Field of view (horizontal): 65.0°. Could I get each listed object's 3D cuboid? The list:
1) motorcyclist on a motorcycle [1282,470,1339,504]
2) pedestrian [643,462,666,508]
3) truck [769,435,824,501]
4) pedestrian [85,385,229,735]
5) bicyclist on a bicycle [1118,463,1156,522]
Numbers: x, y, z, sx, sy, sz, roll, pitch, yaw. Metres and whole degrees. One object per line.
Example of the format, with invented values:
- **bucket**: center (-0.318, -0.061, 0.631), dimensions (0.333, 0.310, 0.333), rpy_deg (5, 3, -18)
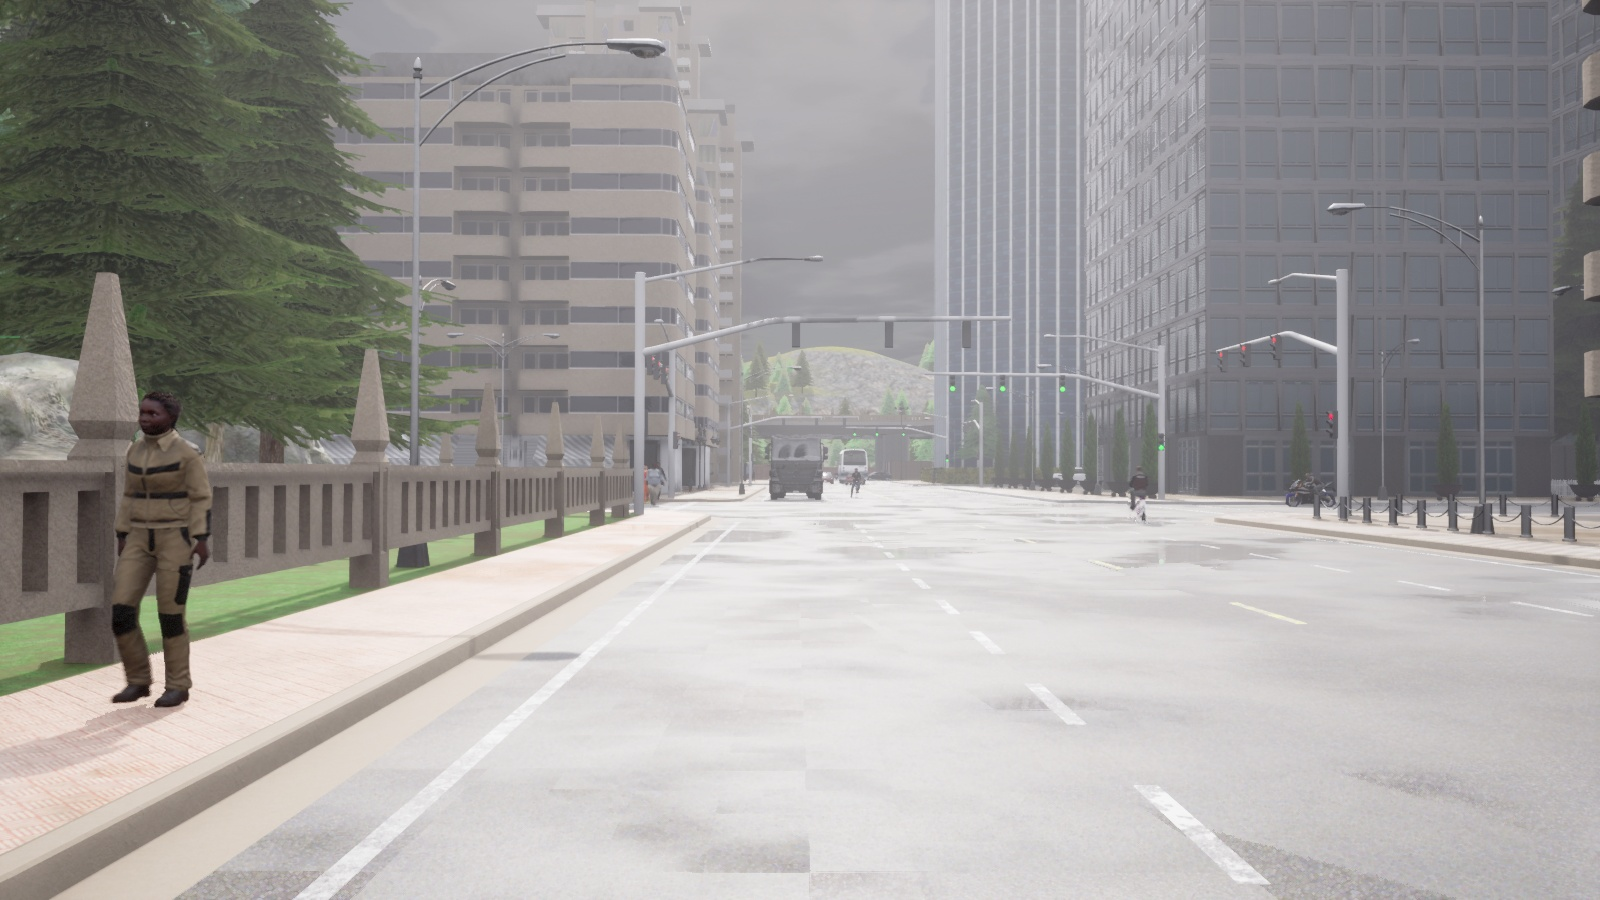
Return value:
- **motorcyclist on a motorcycle**: center (22.751, 1.641, 55.963), dimensions (2.191, 1.530, 0.866), rpy_deg (0, -1, 0)
- **pedestrian**: center (-6.031, 1.448, 51.987), dimensions (0.874, 1.855, 0.900), rpy_deg (0, -1, -9)
- **truck**: center (-0.204, 1.010, 70.268), dimensions (2.891, 3.462, 7.936), rpy_deg (0, -1, 0)
- **pedestrian**: center (-3.724, 0.610, 7.307), dimensions (0.396, 1.930, 0.692), rpy_deg (0, -1, 11)
- **bicyclist on a bicycle**: center (10.388, 1.291, 38.722), dimensions (0.659, 1.776, 1.843), rpy_deg (0, -1, 0)
